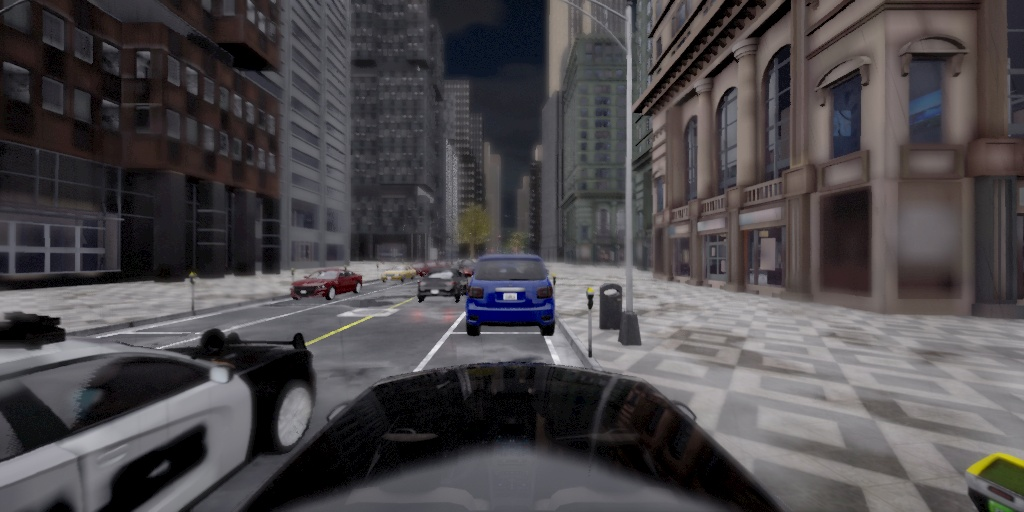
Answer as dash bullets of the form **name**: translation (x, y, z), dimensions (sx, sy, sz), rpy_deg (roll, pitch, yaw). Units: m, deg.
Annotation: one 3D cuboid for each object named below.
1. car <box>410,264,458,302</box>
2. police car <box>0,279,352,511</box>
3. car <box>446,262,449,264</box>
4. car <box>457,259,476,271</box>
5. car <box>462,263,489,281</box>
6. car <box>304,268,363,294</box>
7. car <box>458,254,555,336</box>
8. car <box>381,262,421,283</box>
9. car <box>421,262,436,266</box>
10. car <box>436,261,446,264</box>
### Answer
- **car**: translation (-3.139, 1.277, 16.948), dimensions (1.812, 1.442, 4.674), rpy_deg (0, 0, 0)
- **police car**: translation (-3.145, 1.175, 2.178), dimensions (1.930, 1.638, 5.238), rpy_deg (0, 0, 0)
- **car**: translation (-8.925, 1.300, 45.205), dimensions (1.888, 1.381, 4.507), rpy_deg (0, 0, 0)
- **car**: translation (-6.151, 1.235, 48.853), dimensions (1.882, 1.535, 5.008), rpy_deg (0, 0, 0)
- **car**: translation (-3.143, 1.354, 31.687), dimensions (1.895, 1.301, 4.718), rpy_deg (0, 0, 0)
- **car**: translation (-8.919, 1.296, 17.578), dimensions (1.888, 1.381, 4.507), rpy_deg (0, 0, 0)
- **car**: translation (-0.039, 0.979, 10.530), dimensions (2.150, 2.045, 5.566), rpy_deg (0, 0, 0)
- **car**: translation (-8.921, 1.278, 28.459), dimensions (1.751, 1.417, 4.829), rpy_deg (0, 0, 0)
- **car**: translation (-8.922, 1.298, 34.154), dimensions (1.888, 1.381, 4.507), rpy_deg (0, 0, 0)
- **car**: translation (-8.923, 1.299, 39.680), dimensions (1.888, 1.381, 4.507), rpy_deg (0, 0, 0)
